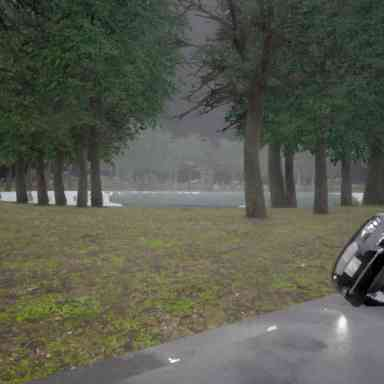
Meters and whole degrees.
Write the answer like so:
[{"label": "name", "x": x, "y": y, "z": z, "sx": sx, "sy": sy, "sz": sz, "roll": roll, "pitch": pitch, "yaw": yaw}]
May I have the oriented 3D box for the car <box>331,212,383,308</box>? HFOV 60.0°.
[{"label": "car", "x": 4.823, "y": 1.167, "z": 7.439, "sx": 4.902, "sy": 2.128, "sz": 1.511, "roll": -1, "pitch": 33, "yaw": -32}]
